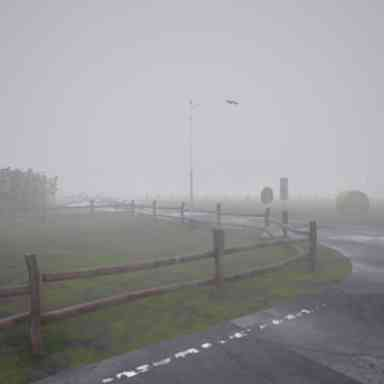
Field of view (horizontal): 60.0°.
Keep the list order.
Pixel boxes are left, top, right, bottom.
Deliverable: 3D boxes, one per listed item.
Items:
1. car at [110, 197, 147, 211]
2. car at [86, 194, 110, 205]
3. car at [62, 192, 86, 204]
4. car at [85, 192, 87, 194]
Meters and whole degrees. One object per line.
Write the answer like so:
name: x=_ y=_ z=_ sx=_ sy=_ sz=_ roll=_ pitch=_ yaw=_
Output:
car: x=-6.368 y=1.210 z=34.014 sx=1.812 sy=1.442 sz=4.674 roll=-1 pitch=1 yaw=-36
car: x=-13.102 y=1.066 z=48.220 sx=2.033 sy=1.411 sz=5.357 roll=-1 pitch=1 yaw=-35
car: x=-18.113 y=1.145 z=50.358 sx=1.895 sy=1.301 sz=4.718 roll=-1 pitch=1 yaw=-36
car: x=-18.833 y=0.799 z=56.014 sx=2.097 sy=1.767 sz=4.553 roll=-1 pitch=1 yaw=-36
